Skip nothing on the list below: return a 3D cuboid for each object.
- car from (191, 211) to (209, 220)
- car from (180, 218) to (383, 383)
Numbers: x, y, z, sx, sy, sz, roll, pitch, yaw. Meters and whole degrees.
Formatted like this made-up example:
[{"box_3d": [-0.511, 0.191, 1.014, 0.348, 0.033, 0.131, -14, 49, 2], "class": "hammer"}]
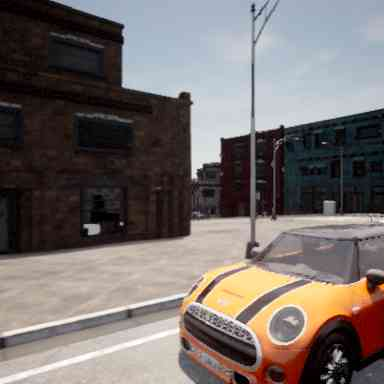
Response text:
[{"box_3d": [0.513, 3.375, 45.961, 1.994, 1.385, 4.181, 0, -5, -36], "class": "car"}, {"box_3d": [2.041, 1.343, 5.108, 4.553, 1.767, 2.097, 0, 0, -35], "class": "car"}]
